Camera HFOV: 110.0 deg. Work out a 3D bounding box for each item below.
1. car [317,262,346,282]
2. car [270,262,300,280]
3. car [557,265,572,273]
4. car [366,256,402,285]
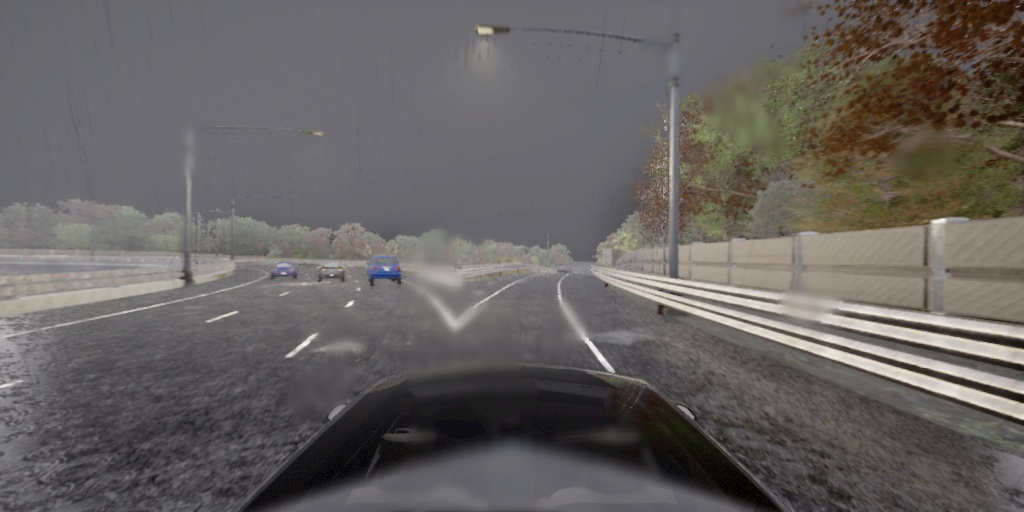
[{"bbox_3d":[-14.614,1.236,29.093,2.128,1.511,4.902,1,0,-27],"label":"car"},{"bbox_3d":[-19.700,1.233,31.194,1.812,1.442,4.674,1,0,-29],"label":"car"},{"bbox_3d":[9.047,2.360,64.252,2.033,1.411,5.357,0,-3,12],"label":"car"},{"bbox_3d":[-9.510,1.002,26.648,2.150,2.045,5.566,1,0,-24],"label":"car"}]
